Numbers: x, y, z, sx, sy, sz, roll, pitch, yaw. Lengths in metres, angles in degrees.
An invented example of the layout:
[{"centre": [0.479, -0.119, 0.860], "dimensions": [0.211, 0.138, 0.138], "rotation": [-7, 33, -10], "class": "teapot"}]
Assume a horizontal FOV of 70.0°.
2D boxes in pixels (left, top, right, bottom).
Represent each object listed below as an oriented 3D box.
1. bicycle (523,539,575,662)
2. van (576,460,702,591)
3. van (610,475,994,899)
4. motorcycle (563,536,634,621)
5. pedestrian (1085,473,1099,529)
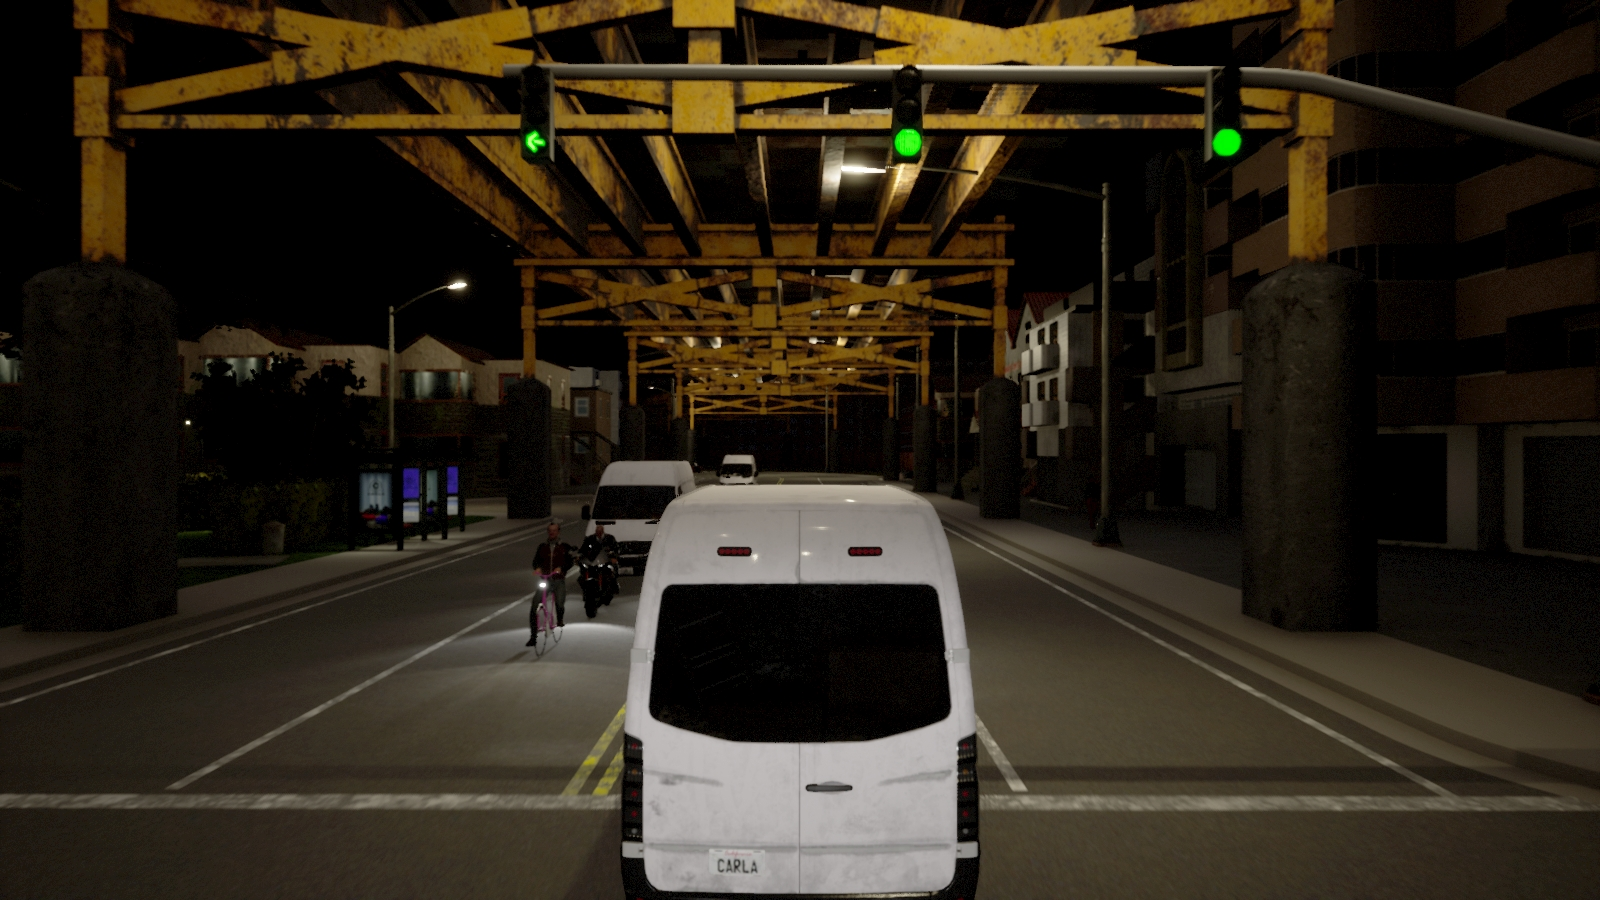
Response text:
[{"centre": [-3.489, 2.053, 15.980], "dimensions": [0.329, 1.496, 1.835], "rotation": [0, 0, 0], "class": "bicycle"}, {"centre": [-3.478, 1.543, 25.844], "dimensions": [1.988, 2.561, 5.915], "rotation": [0, 0, 0], "class": "van"}, {"centre": [0.012, 1.538, 8.872], "dimensions": [1.988, 2.561, 5.915], "rotation": [0, 0, 0], "class": "van"}, {"centre": [-3.494, 2.210, 20.019], "dimensions": [0.867, 1.254, 2.209], "rotation": [0, 0, 0], "class": "motorcycle"}, {"centre": [9.752, 1.714, 38.220], "dimensions": [0.375, 1.860, 0.375], "rotation": [0, 0, 1], "class": "pedestrian"}]
